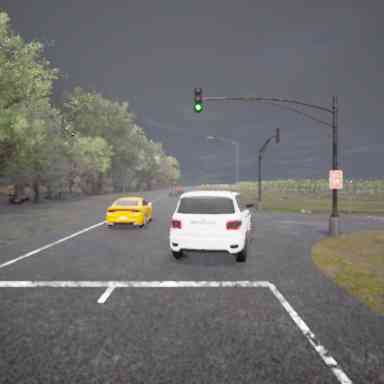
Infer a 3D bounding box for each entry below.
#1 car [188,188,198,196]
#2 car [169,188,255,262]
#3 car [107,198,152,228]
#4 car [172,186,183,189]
[{"bbox_3d":[0.135,-0.043,70.147,2.033,1.411,5.357,0,1,0],"label":"car"},{"bbox_3d":[0.885,0.965,11.397,2.150,2.045,5.566,0,2,12],"label":"car"},{"bbox_3d":[-3.386,1.054,18.764,1.882,1.535,5.008,0,2,0],"label":"car"},{"bbox_3d":[-3.352,0.066,62.879,2.128,1.511,4.902,0,1,0],"label":"car"}]
